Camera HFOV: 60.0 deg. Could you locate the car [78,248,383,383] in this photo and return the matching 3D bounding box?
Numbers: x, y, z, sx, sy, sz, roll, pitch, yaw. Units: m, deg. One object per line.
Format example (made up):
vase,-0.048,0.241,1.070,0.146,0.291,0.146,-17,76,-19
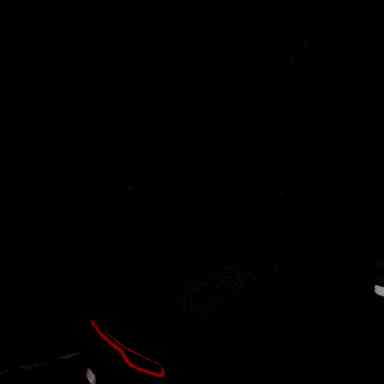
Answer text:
car,1.165,1.489,4.341,5.008,1.535,1.882,0,0,-34
